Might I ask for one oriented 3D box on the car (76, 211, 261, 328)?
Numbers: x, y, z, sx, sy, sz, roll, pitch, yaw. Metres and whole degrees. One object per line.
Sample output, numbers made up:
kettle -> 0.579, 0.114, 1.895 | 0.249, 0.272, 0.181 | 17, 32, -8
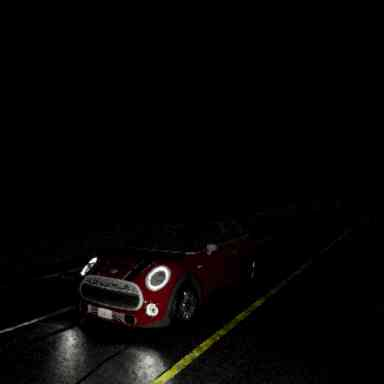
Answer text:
car -> -0.217, 1.352, 7.244 | 2.097, 1.767, 4.553 | 0, 0, 32

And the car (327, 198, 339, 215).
car -> 13.420, 1.567, 34.167 | 1.947, 1.339, 4.313 | 0, 0, 32

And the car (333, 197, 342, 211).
car -> 16.327, 1.442, 38.865 | 1.967, 1.590, 4.097 | 0, 0, 32

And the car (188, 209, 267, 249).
car -> 1.793, 1.566, 15.372 | 1.947, 1.339, 4.313 | 0, 0, 32

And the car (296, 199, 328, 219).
car -> 10.513, 1.583, 29.468 | 1.802, 1.307, 4.206 | 0, 0, 32
